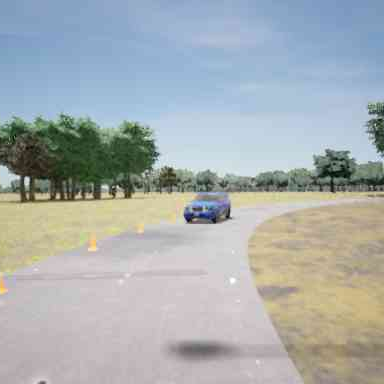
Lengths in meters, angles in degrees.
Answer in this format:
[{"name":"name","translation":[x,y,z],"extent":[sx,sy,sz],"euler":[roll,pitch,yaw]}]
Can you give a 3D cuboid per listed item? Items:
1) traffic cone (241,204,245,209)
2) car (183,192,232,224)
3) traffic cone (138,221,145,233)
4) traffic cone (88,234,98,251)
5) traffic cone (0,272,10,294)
[{"name":"traffic cone","translation":[5.629,1.530,36.650],"extent":[0.340,0.580,0.340],"euler":[0,1,34]},{"name":"car","translation":[1.260,1.028,23.504],"extent":[2.150,2.045,5.566],"euler":[0,1,21]},{"name":"traffic cone","translation":[-2.709,1.838,17.649],"extent":[0.340,0.580,0.340],"euler":[0,1,14]},{"name":"traffic cone","translation":[-3.725,1.882,12.536],"extent":[0.340,0.580,0.340],"euler":[0,0,9]},{"name":"traffic cone","translation":[-4.294,1.914,7.355],"extent":[0.340,0.580,0.340],"euler":[0,0,4]}]
